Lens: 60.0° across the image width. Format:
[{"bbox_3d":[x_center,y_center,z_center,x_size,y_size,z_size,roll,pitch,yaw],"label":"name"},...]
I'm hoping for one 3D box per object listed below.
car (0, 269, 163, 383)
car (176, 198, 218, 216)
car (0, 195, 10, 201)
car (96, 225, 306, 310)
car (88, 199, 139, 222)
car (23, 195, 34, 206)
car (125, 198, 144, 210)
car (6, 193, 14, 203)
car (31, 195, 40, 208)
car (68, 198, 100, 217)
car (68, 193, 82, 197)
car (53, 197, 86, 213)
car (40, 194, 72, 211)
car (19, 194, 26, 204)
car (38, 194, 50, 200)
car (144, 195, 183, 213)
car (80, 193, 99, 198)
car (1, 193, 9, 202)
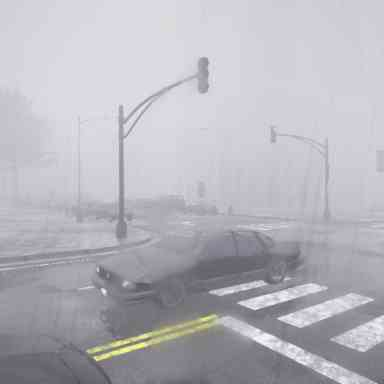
[{"bbox_3d":[-2.723,1.505,1.487,4.892,1.490,1.837,0,0,-37],"label":"car"},{"bbox_3d":[0.708,1.482,30.807,1.802,1.307,4.206,0,0,-36],"label":"car"},{"bbox_3d":[-42.847,1.391,75.797,1.802,1.307,4.206,0,0,-36],"label":"car"},{"bbox_3d":[0.465,1.548,7.996,5.357,1.411,2.033,0,0,-35],"label":"car"},{"bbox_3d":[-6.169,1.512,25.768,1.947,1.339,4.313,0,0,-36],"label":"car"},{"bbox_3d":[-22.740,1.392,48.371,1.752,1.417,4.829,0,0,-36],"label":"car"},{"bbox_3d":[-5.961,1.429,39.902,1.947,1.339,4.313,0,0,-36],"label":"car"},{"bbox_3d":[-32.845,1.380,62.153,1.887,1.381,4.507,0,0,-36],"label":"car"},{"bbox_3d":[-19.507,1.461,43.961,1.802,1.307,4.206,0,0,-36],"label":"car"},{"bbox_3d":[-9.504,1.492,30.317,1.947,1.339,4.313,0,0,-36],"label":"car"},{"bbox_3d":[-19.297,1.125,58.091,2.192,1.841,5.009,0,0,-36],"label":"car"},{"bbox_3d":[-12.838,1.491,34.865,1.802,1.307,4.206,0,0,-36],"label":"car"},{"bbox_3d":[-16.172,1.333,39.412,1.967,1.590,4.097,0,0,-36],"label":"car"},{"bbox_3d":[-26.176,1.421,53.057,1.947,1.339,4.313,0,0,-36],"label":"car"},{"bbox_3d":[-36.067,1.289,80.966,1.752,1.417,4.829,0,0,-36],"label":"car"},{"bbox_3d":[-2.627,1.196,35.354,2.192,1.841,5.009,0,0,-36],"label":"car"},{"bbox_3d":[-15.963,1.365,53.544,1.887,1.381,4.507,0,0,-36],"label":"car"},{"bbox_3d":[-36.180,1.141,66.701,2.192,1.841,5.009,0,0,-36],"label":"car"}]
